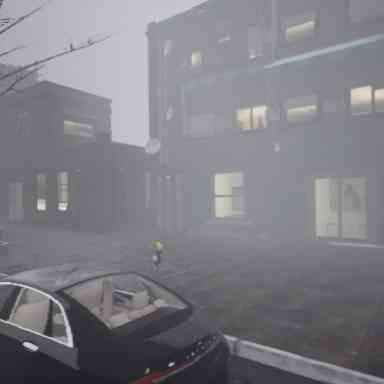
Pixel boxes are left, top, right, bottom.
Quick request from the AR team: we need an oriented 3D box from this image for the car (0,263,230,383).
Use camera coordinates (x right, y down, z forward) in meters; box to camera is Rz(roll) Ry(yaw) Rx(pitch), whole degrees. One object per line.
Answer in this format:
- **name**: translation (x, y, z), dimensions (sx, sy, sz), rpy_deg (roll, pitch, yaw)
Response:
- **car**: translation (-1.671, 1.577, 4.073), dimensions (4.403, 1.369, 2.008), rpy_deg (0, -1, 35)
